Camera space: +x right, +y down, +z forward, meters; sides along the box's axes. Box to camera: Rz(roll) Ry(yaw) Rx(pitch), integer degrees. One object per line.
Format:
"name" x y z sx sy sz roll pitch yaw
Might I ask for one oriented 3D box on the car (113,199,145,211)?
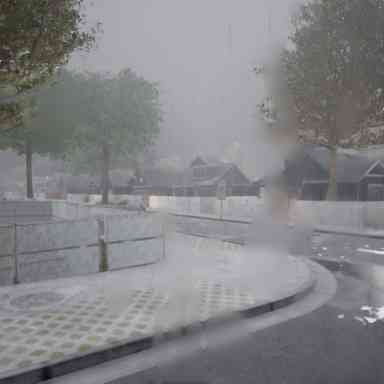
"car" -6.328 1.409 33.180 1.994 1.385 4.181 0 0 -35
